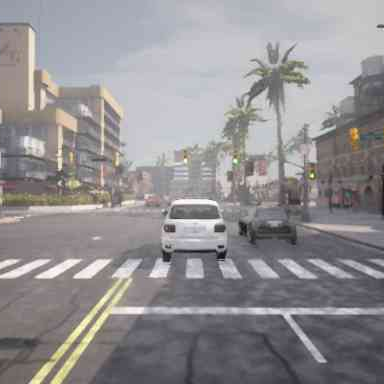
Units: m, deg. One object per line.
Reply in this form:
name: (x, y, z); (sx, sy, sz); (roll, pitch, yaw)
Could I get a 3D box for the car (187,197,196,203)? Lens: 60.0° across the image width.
car: (-0.104, 2.109, 86.223); (1.882, 1.535, 5.008); (0, 0, -4)

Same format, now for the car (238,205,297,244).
car: (3.604, 1.474, 16.653); (2.097, 1.767, 4.553); (0, 0, 0)

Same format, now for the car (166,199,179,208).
car: (-3.485, 1.987, 59.937); (2.033, 1.411, 5.357); (0, 0, 0)

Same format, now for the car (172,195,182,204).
car: (-3.487, 1.812, 80.233); (2.150, 2.045, 5.566); (0, 0, 0)

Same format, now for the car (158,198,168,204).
car: (-6.983, 2.126, 80.020); (2.033, 1.411, 5.357); (0, 0, 0)

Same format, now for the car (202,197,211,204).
car: (3.520, 2.076, 81.761); (1.882, 1.535, 5.008); (0, 0, 0)

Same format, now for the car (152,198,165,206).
car: (-6.983, 2.036, 69.681); (2.128, 1.511, 4.902); (0, 0, 0)

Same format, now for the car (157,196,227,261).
car: (0.036, 1.316, 12.851); (2.150, 2.045, 5.566); (0, 0, -1)

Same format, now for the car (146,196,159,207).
car: (-6.985, 1.661, 59.960); (2.150, 2.045, 5.566); (0, 0, 0)
